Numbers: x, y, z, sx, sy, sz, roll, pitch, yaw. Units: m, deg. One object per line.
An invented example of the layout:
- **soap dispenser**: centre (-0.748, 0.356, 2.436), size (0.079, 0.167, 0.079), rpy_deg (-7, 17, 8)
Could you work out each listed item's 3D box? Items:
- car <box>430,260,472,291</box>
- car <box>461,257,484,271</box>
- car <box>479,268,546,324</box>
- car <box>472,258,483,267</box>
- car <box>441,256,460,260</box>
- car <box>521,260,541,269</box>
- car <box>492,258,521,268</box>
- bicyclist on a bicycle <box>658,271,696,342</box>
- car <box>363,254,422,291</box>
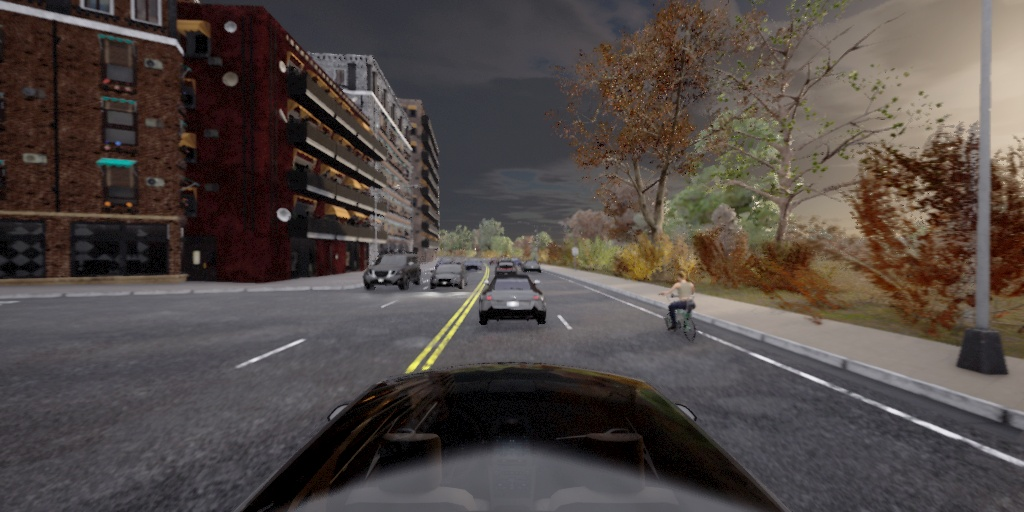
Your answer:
- **car**: centre (-3.681, 1.181, 21.584), size (1.837, 1.490, 4.892), rpy_deg (0, 0, -2)
- **car**: centre (-4.659, 0.937, 43.344), size (2.097, 1.767, 4.553), rpy_deg (0, 0, -3)
- **car**: centre (-0.008, 1.276, 11.829), size (1.994, 1.385, 4.181), rpy_deg (0, 0, -1)
- **car**: centre (-6.063, 1.032, 63.157), size (1.837, 1.490, 4.892), rpy_deg (0, 0, -5)
- **car**: centre (-7.928, 0.939, 43.623), size (2.097, 1.767, 4.553), rpy_deg (0, 0, -3)
- **car**: centre (2.139, 1.151, 41.539), size (1.994, 1.385, 4.181), rpy_deg (0, 0, -3)
- **car**: centre (-0.538, 1.144, 30.082), size (1.837, 1.490, 4.892), rpy_deg (0, 0, -2)
- **bicyclist on a bicycle**: centre (4.054, 1.158, 8.664), size (0.866, 1.612, 1.509), rpy_deg (0, 0, 0)
- **car**: centre (-6.924, 0.899, 21.443), size (2.150, 2.045, 5.566), rpy_deg (0, 0, -2)
